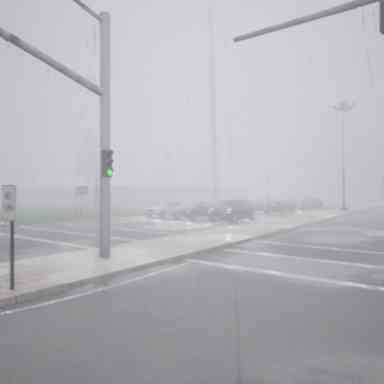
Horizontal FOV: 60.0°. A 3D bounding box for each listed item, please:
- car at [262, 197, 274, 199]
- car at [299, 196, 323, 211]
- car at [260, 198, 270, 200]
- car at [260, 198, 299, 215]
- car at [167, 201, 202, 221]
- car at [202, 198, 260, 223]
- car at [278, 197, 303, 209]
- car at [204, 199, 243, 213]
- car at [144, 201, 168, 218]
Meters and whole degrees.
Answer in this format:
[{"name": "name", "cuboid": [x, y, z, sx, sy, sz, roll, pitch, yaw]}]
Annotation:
[{"name": "car", "cuboid": [10.917, 1.478, 48.234, 2.128, 1.511, 4.902, 0, 1, 36]}, {"name": "car", "cuboid": [14.980, 1.347, 41.938, 2.097, 1.767, 4.553, 0, 0, 36]}, {"name": "car", "cuboid": [6.255, 1.593, 35.927, 1.895, 1.301, 4.718, 0, 0, 36]}, {"name": "car", "cuboid": [8.862, 1.595, 33.563, 1.895, 1.301, 4.718, 0, 0, 36]}, {"name": "car", "cuboid": [0.330, 1.518, 27.798, 1.812, 1.442, 4.674, 0, 0, 36]}, {"name": "car", "cuboid": [3.070, 1.346, 25.617, 2.097, 1.767, 4.553, 0, 0, 36]}, {"name": "car", "cuboid": [13.715, 1.519, 46.129, 1.812, 1.442, 4.674, 0, 0, 36]}, {"name": "car", "cuboid": [3.778, 1.538, 38.463, 2.033, 1.411, 5.357, 0, 0, 36]}, {"name": "car", "cuboid": [-2.288, 1.516, 30.141, 1.812, 1.442, 4.674, 0, 0, 36]}]
